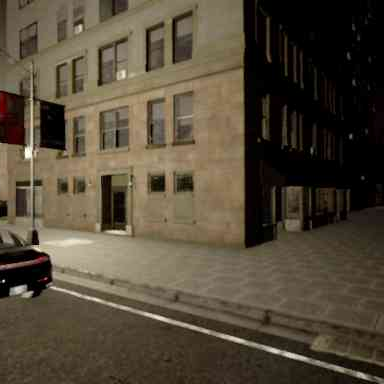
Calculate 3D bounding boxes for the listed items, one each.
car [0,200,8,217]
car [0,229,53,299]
[{"bbox_3d":[-17.331,1.504,29.956,2.097,1.767,4.553,0,0,36],"label":"car"},{"bbox_3d":[-5.037,1.518,7.248,4.902,1.511,2.128,0,0,35],"label":"car"}]
